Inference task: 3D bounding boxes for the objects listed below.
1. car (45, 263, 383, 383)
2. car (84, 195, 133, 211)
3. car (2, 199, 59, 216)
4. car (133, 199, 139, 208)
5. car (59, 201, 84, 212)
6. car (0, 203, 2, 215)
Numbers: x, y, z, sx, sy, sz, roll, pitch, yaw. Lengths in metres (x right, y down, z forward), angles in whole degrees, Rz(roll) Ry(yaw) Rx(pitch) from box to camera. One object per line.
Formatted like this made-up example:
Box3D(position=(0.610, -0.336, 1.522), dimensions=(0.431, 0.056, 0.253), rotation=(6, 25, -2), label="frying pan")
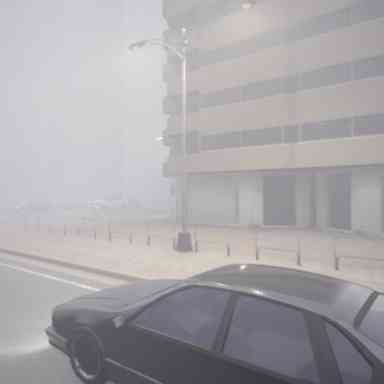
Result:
Box3D(position=(0.614, 1.557, 3.584), dimensions=(5.357, 1.411, 2.033), rotation=(0, 0, 37), label="car")
Box3D(position=(-11.104, 1.474, 44.595), dimensions=(2.150, 2.045, 5.566), rotation=(0, 0, 36), label="car")
Box3D(position=(-17.403, 1.601, 36.006), dimensions=(2.097, 1.767, 4.553), rotation=(0, 0, 36), label="car")
Box3D(position=(-10.403, 1.764, 51.422), dimensions=(2.128, 1.511, 4.902), rotation=(0, 0, 37), label="car")
Box3D(position=(-16.395, 1.817, 43.302), dimensions=(2.033, 1.411, 5.357), rotation=(0, 0, 36), label="car")
Box3D(position=(-22.179, 1.757, 35.454), dimensions=(2.128, 1.511, 4.902), rotation=(0, 0, 37), label="car")
